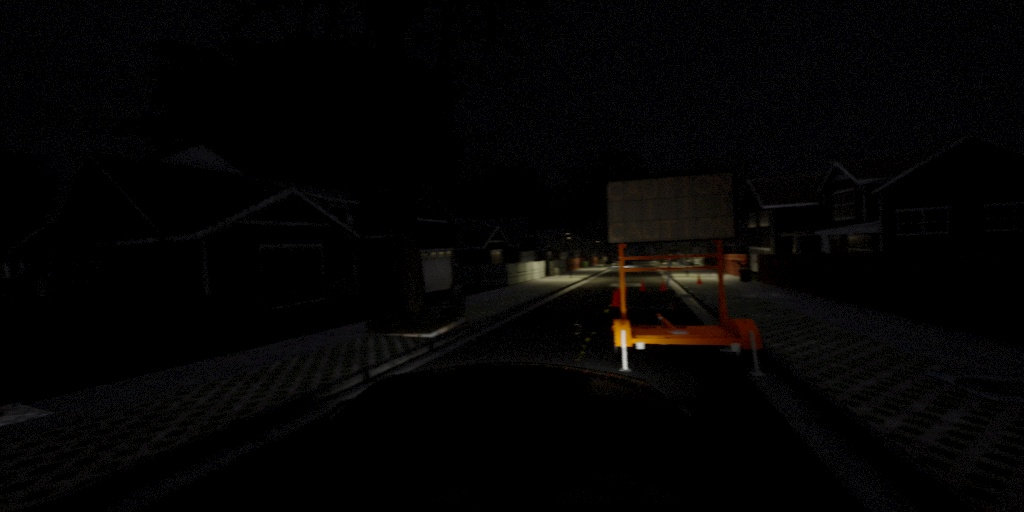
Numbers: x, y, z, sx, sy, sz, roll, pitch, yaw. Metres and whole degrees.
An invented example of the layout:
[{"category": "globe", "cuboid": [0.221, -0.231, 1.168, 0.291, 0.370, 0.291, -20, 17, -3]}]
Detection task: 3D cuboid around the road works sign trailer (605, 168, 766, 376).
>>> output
[{"category": "road works sign trailer", "cuboid": [3.211, 0.129, 7.230, 2.380, 3.560, 2.880, 0, 0, 13]}]
